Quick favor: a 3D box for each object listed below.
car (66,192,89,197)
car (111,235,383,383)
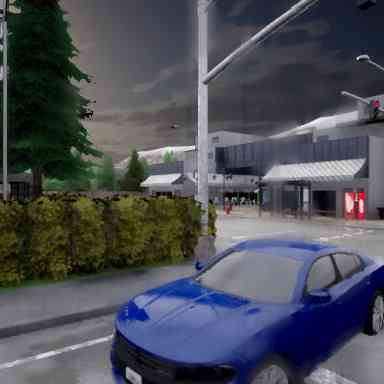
[{"bbox_3d":[-13.793,1.047,40.067,2.150,2.045,5.566,0,0,-35],"label":"car"},{"bbox_3d":[1.247,1.480,4.879,5.008,1.535,1.882,0,1,-44],"label":"car"}]
